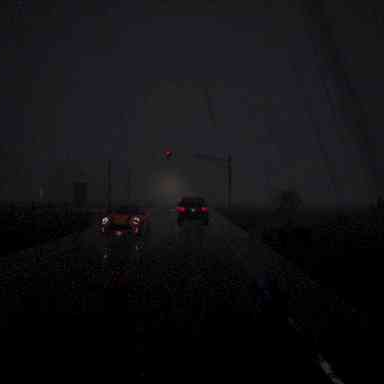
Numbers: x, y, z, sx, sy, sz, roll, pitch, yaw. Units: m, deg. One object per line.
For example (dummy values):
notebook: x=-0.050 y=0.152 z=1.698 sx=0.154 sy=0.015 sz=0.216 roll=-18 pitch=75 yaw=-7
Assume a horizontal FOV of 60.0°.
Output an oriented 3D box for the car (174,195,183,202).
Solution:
car: x=-3.625 y=1.807 z=90.837 sx=2.097 sy=1.767 sz=4.553 roll=0 pitch=0 yaw=0

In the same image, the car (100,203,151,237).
car: x=-3.609 y=1.461 z=18.686 sx=2.097 sy=1.767 sz=4.553 roll=0 pitch=0 yaw=0

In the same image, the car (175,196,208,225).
car: x=0.066 y=1.371 z=25.565 sx=2.150 sy=2.045 sz=5.566 roll=0 pitch=0 yaw=0
